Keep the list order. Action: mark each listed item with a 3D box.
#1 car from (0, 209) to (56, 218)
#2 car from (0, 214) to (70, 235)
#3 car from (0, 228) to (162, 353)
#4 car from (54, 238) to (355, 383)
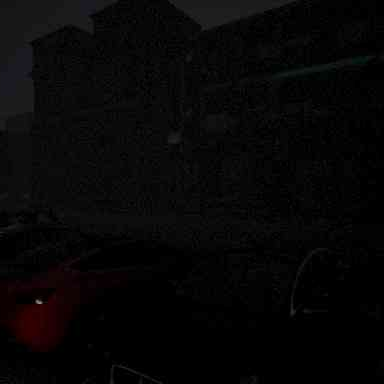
[{"bbox_3d":[-5.803,1.348,9.536,2.185,1.767,4.553,0,0,36],"label":"car"},{"bbox_3d":[-3.563,1.477,7.892,2.097,1.535,5.008,0,0,36],"label":"car"},{"bbox_3d":[-1.280,1.508,6.306,2.163,1.488,4.792,0,0,36],"label":"car"},{"bbox_3d":[0.969,1.481,4.672,2.231,1.521,4.892,0,0,36],"label":"car"}]
